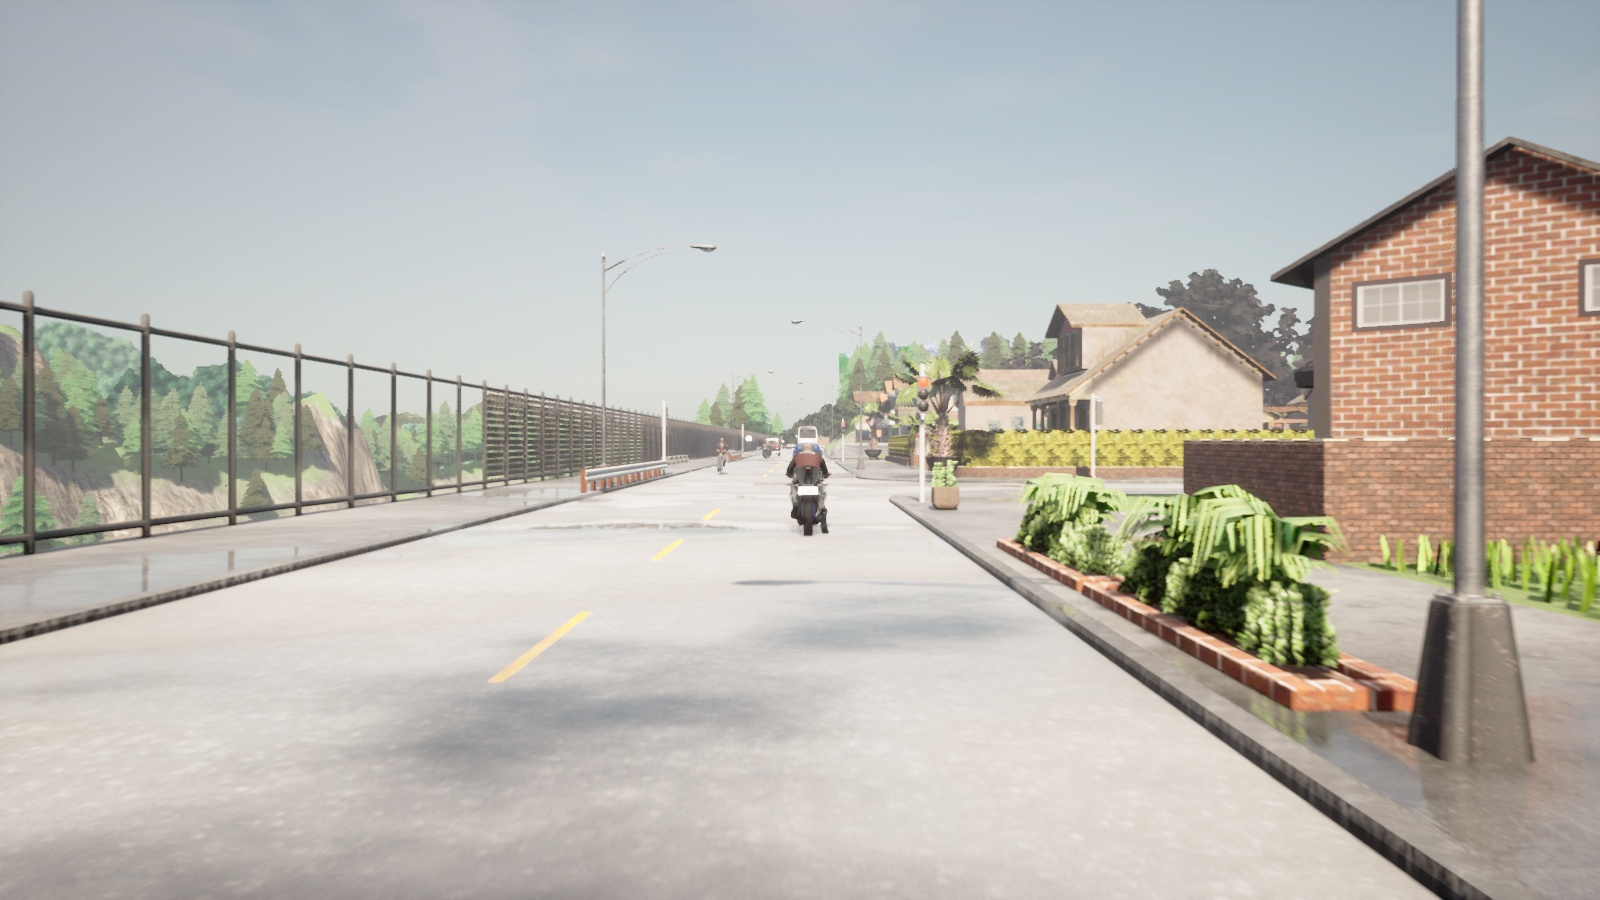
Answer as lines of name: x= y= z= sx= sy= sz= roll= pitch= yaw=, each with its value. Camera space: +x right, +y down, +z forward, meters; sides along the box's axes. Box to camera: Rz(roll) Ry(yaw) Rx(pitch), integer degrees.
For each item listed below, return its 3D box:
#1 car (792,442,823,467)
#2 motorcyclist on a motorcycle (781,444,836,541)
car: x=0.480 y=0.275 z=79.789 sx=1.882 sy=1.535 sz=5.008 roll=0 pitch=0 yaw=0
motorcyclist on a motorcycle: x=0.134 y=0.664 z=20.862 sx=0.866 sy=1.530 sz=2.191 roll=0 pitch=0 yaw=0
